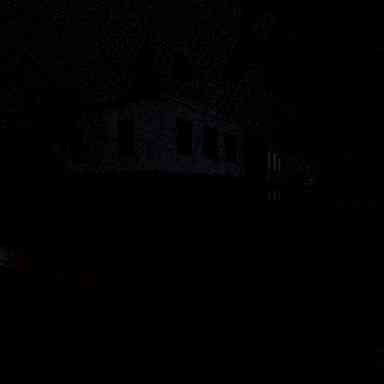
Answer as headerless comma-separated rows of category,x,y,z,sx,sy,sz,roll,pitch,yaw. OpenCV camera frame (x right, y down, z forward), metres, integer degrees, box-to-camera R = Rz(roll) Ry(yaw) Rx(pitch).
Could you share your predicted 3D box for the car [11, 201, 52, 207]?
car,-14.643,1.528,29.135,2.033,1.411,5.357,0,0,29
